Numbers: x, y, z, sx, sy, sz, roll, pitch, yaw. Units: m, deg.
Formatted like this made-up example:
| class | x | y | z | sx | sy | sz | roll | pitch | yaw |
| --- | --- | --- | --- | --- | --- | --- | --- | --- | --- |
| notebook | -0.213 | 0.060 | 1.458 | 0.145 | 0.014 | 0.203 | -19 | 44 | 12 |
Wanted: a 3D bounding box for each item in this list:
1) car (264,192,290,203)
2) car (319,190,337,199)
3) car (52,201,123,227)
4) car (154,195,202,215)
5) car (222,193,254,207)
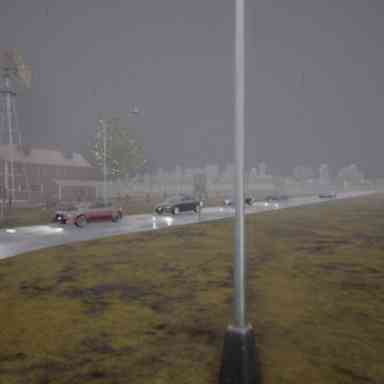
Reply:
| class | x | y | z | sx | sy | sz | roll | pitch | yaw |
| --- | --- | --- | --- | --- | --- | --- | --- | --- | --- |
| car | 11.507 | 0.677 | 44.711 | 1.895 | 1.301 | 4.718 | 1 | 2 | 36 |
| car | 22.400 | 0.385 | 54.821 | 1.994 | 1.385 | 4.181 | 1 | 2 | 36 |
| car | -6.260 | 1.256 | 20.266 | 1.994 | 1.385 | 4.181 | 1 | 2 | 36 |
| car | -1.053 | 1.021 | 27.425 | 1.837 | 1.490 | 4.892 | 1 | 2 | 36 |
| car | 4.990 | 0.798 | 35.760 | 2.128 | 1.511 | 4.902 | 1 | 2 | 36 |
